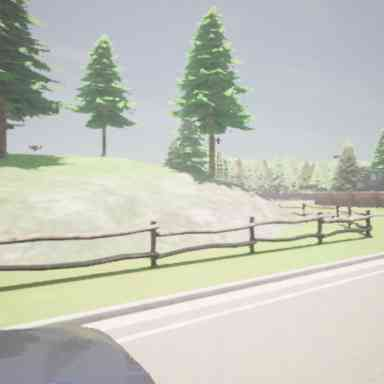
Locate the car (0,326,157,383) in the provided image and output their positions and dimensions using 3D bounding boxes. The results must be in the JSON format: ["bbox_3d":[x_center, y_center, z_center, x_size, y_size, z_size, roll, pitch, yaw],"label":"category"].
[{"bbox_3d":[-2.751,1.566,1.777,5.357,1.411,2.033,0,0,-34],"label":"car"}]
